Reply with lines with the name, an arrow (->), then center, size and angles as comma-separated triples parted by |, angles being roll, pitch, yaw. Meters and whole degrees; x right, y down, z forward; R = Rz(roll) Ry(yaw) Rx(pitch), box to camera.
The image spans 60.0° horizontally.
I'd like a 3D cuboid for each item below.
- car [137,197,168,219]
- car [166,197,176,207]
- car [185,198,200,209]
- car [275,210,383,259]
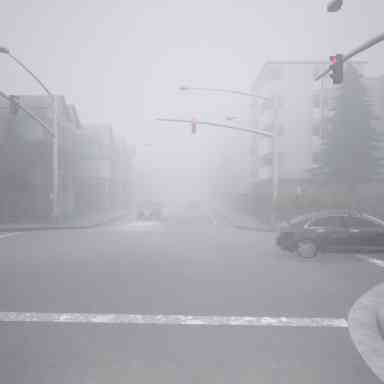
car -> -3.594, 1.491, 29.036 | 2.128, 1.511, 4.902 | 0, 0, 0
car -> -3.517, 1.492, 50.545 | 2.128, 1.511, 4.902 | 0, 0, 0
car -> 0.104, 1.526, 45.561 | 1.812, 1.442, 4.674 | 0, 0, 0
car -> 5.342, 1.398, 11.345 | 4.892, 1.490, 1.837 | -3, 2, 17
